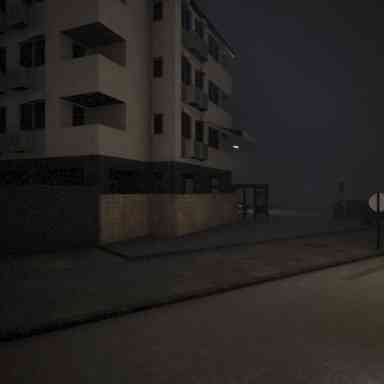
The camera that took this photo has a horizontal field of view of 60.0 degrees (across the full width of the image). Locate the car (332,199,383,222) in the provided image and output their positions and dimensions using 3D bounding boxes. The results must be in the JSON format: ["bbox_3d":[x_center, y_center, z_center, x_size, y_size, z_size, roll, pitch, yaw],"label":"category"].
[{"bbox_3d":[13.708,1.352,26.618,2.097,1.767,4.553,0,0,-35],"label":"car"}]

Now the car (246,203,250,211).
[{"bbox_3d":[4.711,1.504,39.264,1.837,1.490,4.892,0,0,-35],"label":"car"}]
